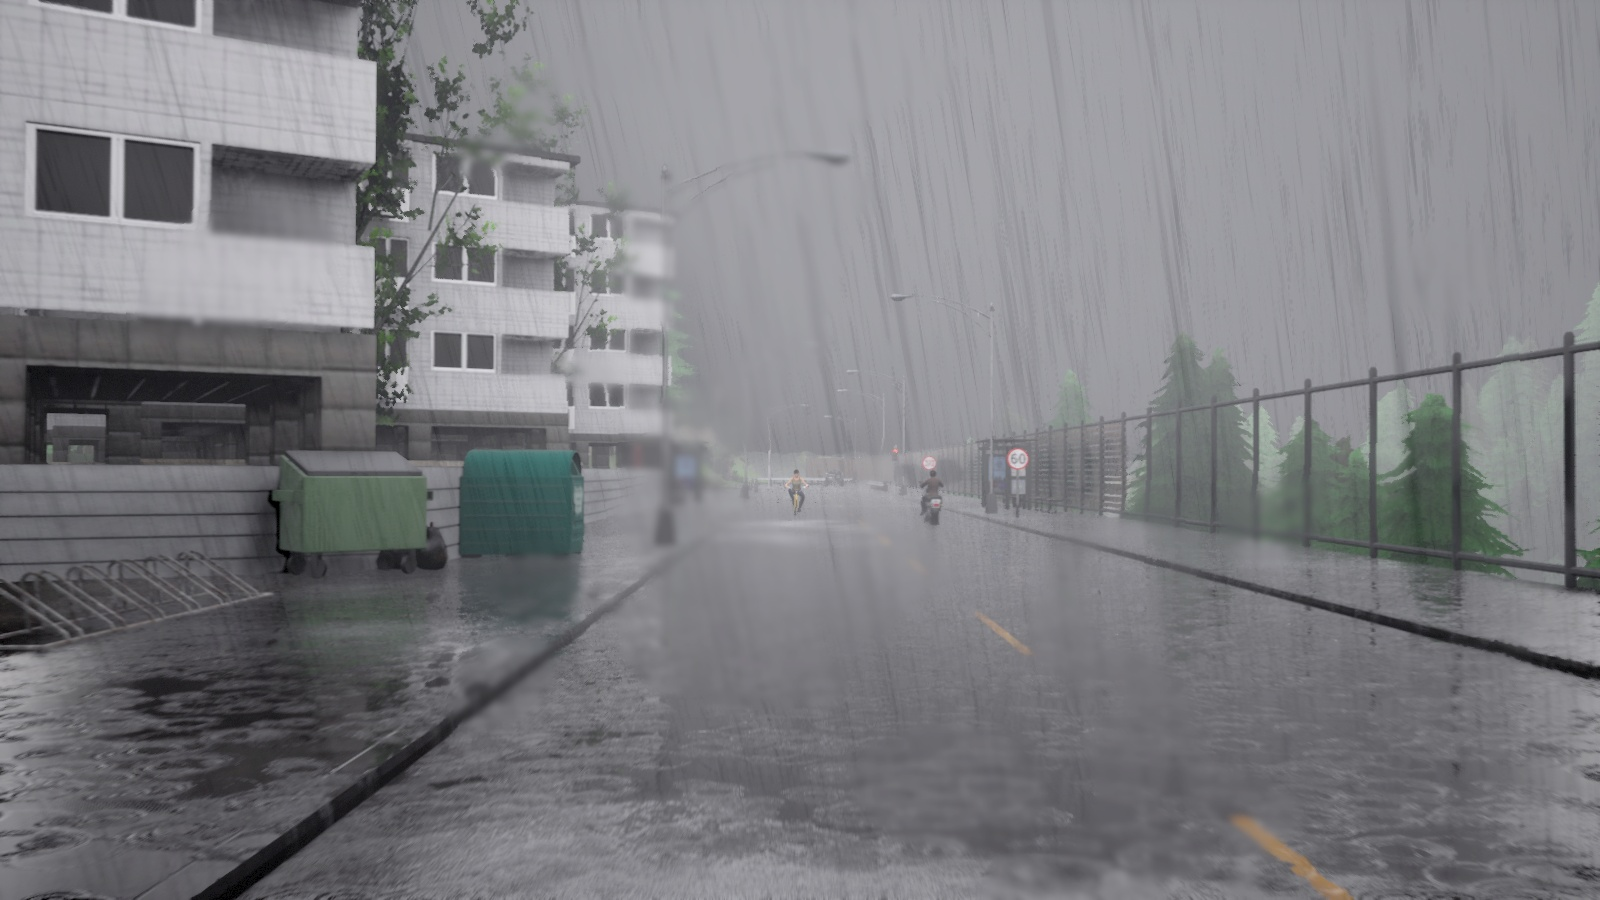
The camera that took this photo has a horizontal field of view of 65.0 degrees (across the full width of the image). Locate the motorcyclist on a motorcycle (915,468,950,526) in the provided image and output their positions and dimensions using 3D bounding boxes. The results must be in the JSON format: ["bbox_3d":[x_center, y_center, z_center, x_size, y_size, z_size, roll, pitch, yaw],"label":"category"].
[{"bbox_3d":[3.903,1.372,37.209,0.766,1.649,2.350,0,-1,0],"label":"motorcyclist on a motorcycle"}]
